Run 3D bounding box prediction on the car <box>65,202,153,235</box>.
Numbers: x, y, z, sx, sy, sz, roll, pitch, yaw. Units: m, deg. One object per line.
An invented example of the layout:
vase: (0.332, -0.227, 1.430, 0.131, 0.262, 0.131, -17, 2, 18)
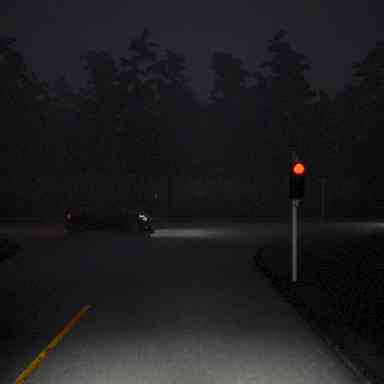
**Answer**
car: (-4.430, 1.350, 18.312, 4.553, 1.767, 2.097, 0, 0, 0)
